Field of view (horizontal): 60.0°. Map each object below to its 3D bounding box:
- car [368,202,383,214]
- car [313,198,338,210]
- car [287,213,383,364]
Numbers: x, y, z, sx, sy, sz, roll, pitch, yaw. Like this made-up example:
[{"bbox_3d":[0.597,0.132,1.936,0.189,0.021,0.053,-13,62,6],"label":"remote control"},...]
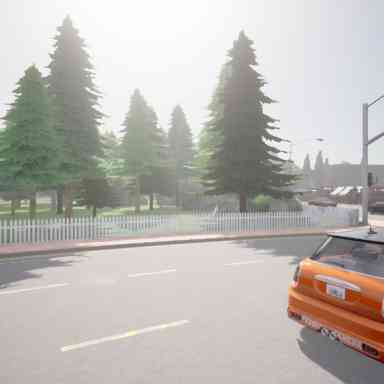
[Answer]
[{"bbox_3d":[19.259,1.656,32.585,1.895,1.301,4.718,0,0,-8],"label":"car"},{"bbox_3d":[17.603,1.533,44.760,1.882,1.535,5.008,0,1,-8],"label":"car"},{"bbox_3d":[3.836,1.352,5.398,4.553,1.767,2.097,0,0,-26],"label":"car"}]
